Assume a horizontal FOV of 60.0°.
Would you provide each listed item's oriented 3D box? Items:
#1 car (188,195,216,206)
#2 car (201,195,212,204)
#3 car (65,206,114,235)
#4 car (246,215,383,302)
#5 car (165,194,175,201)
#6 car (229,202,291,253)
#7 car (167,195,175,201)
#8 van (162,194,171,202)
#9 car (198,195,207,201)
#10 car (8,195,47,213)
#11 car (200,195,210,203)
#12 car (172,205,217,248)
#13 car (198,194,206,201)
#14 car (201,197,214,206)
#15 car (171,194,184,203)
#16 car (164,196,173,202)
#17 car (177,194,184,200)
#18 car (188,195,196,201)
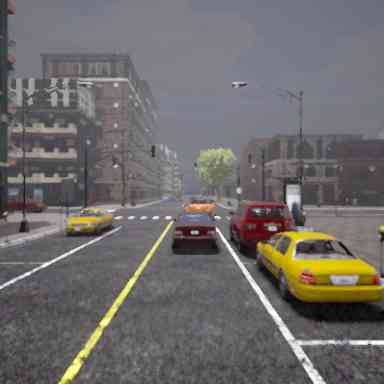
[{"bbox_3d":[0.948,1.336,29.570,2.097,1.767,4.553,0,0,11],"label":"car"},{"bbox_3d":[2.692,1.445,62.742,1.967,1.590,4.097,0,0,0],"label":"car"},{"bbox_3d":[-5.690,1.515,18.925,1.752,1.417,4.829,0,0,0],"label":"car"},{"bbox_3d":[2.691,1.521,8.184,1.752,1.417,4.829,0,0,0],"label":"car"},{"bbox_3d":[-5.688,1.351,85.531,2.192,1.841,5.009,0,0,0],"label":"car"},{"bbox_3d":[2.691,1.308,13.554,2.192,1.841,5.009,0,0,0],"label":"car"},{"bbox_3d":[-5.687,1.613,91.228,1.947,1.339,4.313,0,0,0],"label":"car"},{"bbox_3d":[-5.689,1.359,74.138,1.690,1.788,3.998,0,0,0],"label":"van"},{"bbox_3d":[2.693,1.587,85.529,2.008,1.369,4.403,0,0,0],"label":"car"},{"bbox_3d":[-17.272,1.246,33.328,5.009,1.841,2.192,0,0,0],"label":"car"},{"bbox_3d":[2.692,1.451,68.438,1.967,1.590,4.097,0,0,0],"label":"car"},{"bbox_3d":[0.100,1.539,14.789,2.033,1.411,5.357,0,0,0],"label":"car"},{"bbox_3d":[2.693,1.487,91.226,1.967,1.590,4.097,0,0,0],"label":"car"},{"bbox_3d":[2.692,1.549,57.045,2.008,1.369,4.403,0,0,0],"label":"car"},{"bbox_3d":[-2.998,1.540,72.367,1.812,1.442,4.674,0,0,0],"label":"car"},{"bbox_3d":[-5.688,1.608,79.834,1.802,1.307,4.206,0,0,0],"label":"car"},{"bbox_3d":[-2.996,1.280,88.812,1.812,1.442,4.674,0,0,0],"label":"car"},{"bbox_3d":[0.005,1.549,83.811,2.128,1.511,4.902,0,0,0],"label":"car"}]
